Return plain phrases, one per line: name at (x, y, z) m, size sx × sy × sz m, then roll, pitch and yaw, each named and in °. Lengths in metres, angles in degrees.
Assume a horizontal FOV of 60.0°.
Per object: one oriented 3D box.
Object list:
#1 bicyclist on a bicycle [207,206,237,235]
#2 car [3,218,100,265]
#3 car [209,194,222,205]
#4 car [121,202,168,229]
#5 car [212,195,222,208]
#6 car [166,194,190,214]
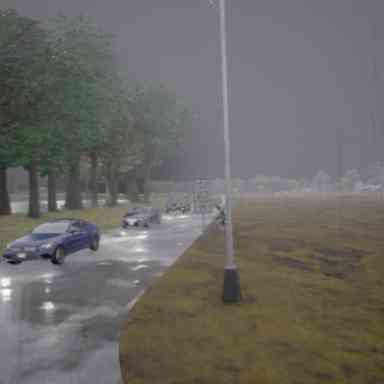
bicyclist on a bicycle at (1.623, 1.558, 18.055) m, size 1.656 × 1.620 × 0.582 m, roll -1°, pitch 0°, yaw 8°
car at (-5.142, 1.785, 12.962) m, size 1.812 × 1.442 × 4.674 m, roll -2°, pitch -1°, yaw 8°
car at (4.044, 1.258, 56.802) m, size 1.882 × 1.535 × 5.008 m, roll -2°, pitch 1°, yaw 8°
car at (-3.562, 1.752, 24.024) m, size 2.128 × 1.511 × 4.902 m, roll -2°, pitch 0°, yaw 9°
car at (2.599, 1.408, 46.565) m, size 2.128 × 1.511 × 4.902 m, roll -2°, pitch 0°, yaw 8°
car at (-1.583, 1.341, 38.016) m, size 2.150 × 2.045 × 5.566 m, roll -2°, pitch 0°, yaw 8°
